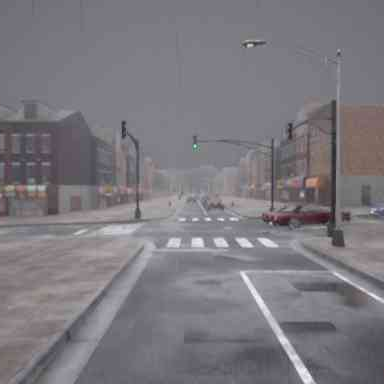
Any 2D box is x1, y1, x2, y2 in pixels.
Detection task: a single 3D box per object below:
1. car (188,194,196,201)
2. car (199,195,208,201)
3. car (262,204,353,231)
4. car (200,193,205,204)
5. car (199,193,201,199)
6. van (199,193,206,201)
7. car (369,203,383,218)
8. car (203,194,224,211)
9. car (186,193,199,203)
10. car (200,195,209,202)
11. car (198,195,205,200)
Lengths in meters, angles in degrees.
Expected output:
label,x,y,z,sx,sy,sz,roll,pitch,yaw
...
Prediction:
label,x,y,z,sx,sy,sz,roll,pitch,yaw
car,-0.020,1.181,74.124,1.812,1.442,4.674,0,0,0
car,2.609,1.349,76.635,1.752,1.417,4.829,-1,0,0
car,6.407,1.316,18.479,4.718,1.301,1.895,-2,1,-15
car,2.617,1.171,44.050,2.192,1.841,5.009,-1,0,0
car,2.615,1.162,49.453,2.192,1.841,5.009,-1,0,0
van,2.605,1.165,81.867,1.690,1.788,3.998,-1,0,0
car,14.137,0.992,21.814,4.674,1.442,1.812,-1,1,2
car,2.620,1.306,38.648,1.967,1.590,4.097,-1,0,0
car,-0.017,1.335,63.704,1.837,1.490,4.892,0,0,0
car,2.610,1.351,71.232,1.752,1.417,4.829,-1,0,0
car,2.604,1.408,92.672,1.802,1.307,4.206,-1,0,0
